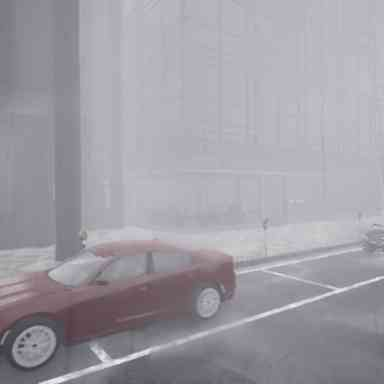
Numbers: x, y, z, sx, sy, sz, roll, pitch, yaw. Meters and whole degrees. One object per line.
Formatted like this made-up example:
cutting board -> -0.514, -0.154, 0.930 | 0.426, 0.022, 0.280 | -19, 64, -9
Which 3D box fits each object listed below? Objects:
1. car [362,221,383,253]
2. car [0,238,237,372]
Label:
car -> 7.947, 1.492, 12.206 | 4.403, 1.369, 2.008 | 0, 0, -35
car -> -1.251, 1.535, 5.646 | 4.507, 1.381, 1.887 | 0, 0, -35
